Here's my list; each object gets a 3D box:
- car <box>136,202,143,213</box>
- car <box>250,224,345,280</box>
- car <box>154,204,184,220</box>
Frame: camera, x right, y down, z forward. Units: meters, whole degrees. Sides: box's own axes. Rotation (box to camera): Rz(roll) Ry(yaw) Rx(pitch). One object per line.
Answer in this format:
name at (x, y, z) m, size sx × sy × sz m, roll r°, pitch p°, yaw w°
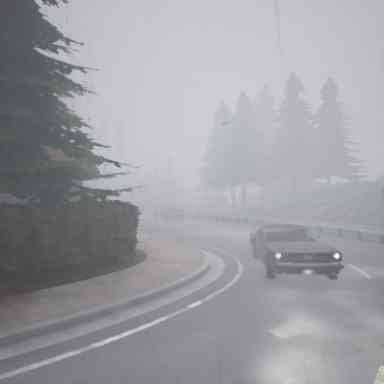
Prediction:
car at (-8.270, 2.140, 46.602) m, size 1.837 × 1.490 × 4.892 m, roll 0°, pitch 2°, yaw -25°
car at (3.039, 1.722, 10.506) m, size 1.895 × 1.301 × 4.718 m, roll -1°, pitch -1°, yaw 3°
car at (-2.457, 1.966, 34.216) m, size 1.882 × 1.535 × 5.008 m, roll 0°, pitch -1°, yaw -25°
